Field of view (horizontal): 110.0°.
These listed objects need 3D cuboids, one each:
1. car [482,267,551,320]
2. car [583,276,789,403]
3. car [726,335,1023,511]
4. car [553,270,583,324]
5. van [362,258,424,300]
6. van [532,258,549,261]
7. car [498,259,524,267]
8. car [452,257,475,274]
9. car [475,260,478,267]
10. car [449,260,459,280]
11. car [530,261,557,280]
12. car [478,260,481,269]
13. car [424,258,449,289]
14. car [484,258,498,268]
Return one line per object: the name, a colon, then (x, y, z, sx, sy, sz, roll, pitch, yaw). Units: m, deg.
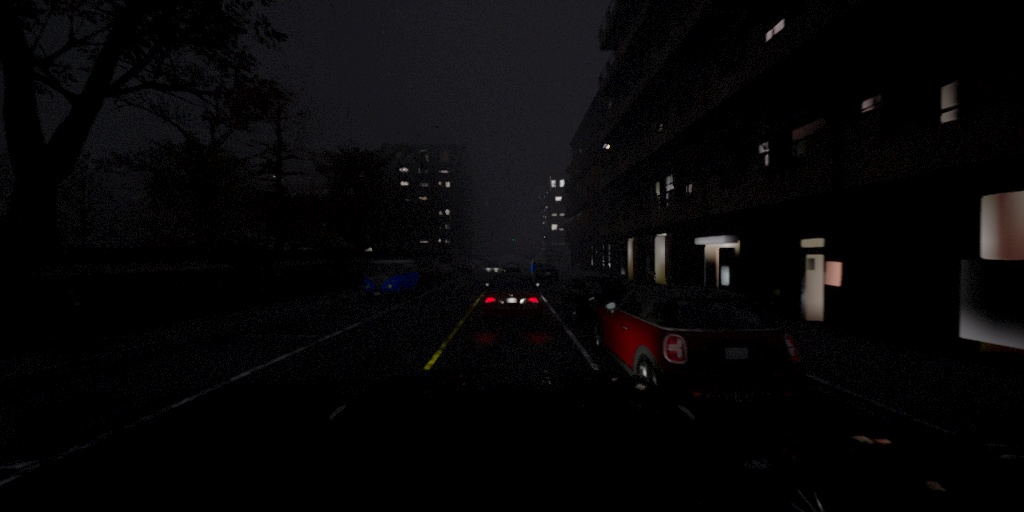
car: (0.011, 1.285, 12.489, 2.033, 1.411, 5.357, 0, 0, 0)
car: (2.684, 1.184, 6.222, 1.967, 1.591, 4.097, 0, 0, 0)
car: (2.692, 1.317, 0.687, 1.948, 1.339, 4.313, 0, 0, 0)
car: (2.676, 1.304, 11.757, 1.948, 1.339, 4.313, 0, 0, 0)
van: (-5.712, 1.072, 17.279, 1.690, 1.789, 3.998, 0, 0, 0)
van: (2.645, 1.054, 33.898, 1.690, 1.789, 3.998, 0, 0, 0)
car: (0.011, 1.242, 30.359, 1.812, 1.442, 4.674, 0, 0, 0)
car: (-5.743, 1.023, 39.421, 2.192, 1.841, 5.009, 0, 0, 0)
car: (-5.751, 1.268, 44.956, 1.948, 1.339, 4.313, 0, 0, 0)
car: (-5.727, 1.270, 28.350, 2.007, 1.370, 4.403, 0, 0, 0)
car: (2.653, 1.285, 28.363, 1.948, 1.339, 4.313, 0, 0, 0)
car: (-5.766, 1.275, 56.026, 1.802, 1.307, 4.207, 0, 0, 0)
car: (-5.720, 1.040, 22.815, 2.192, 1.841, 5.009, 0, 0, 0)
car: (-3.102, 1.238, 59.400, 2.033, 1.411, 5.357, 0, 0, 0)
